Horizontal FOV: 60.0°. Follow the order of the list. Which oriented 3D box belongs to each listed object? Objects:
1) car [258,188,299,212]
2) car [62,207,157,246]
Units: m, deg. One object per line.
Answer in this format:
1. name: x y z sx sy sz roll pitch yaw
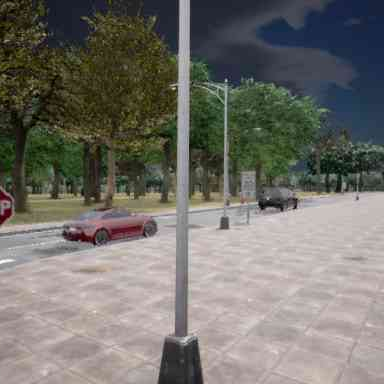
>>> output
1. car: 7.995 0.659 30.432 2.150 2.045 5.566 1 2 35
2. car: -3.428 1.361 14.417 1.994 1.385 4.181 1 2 35
